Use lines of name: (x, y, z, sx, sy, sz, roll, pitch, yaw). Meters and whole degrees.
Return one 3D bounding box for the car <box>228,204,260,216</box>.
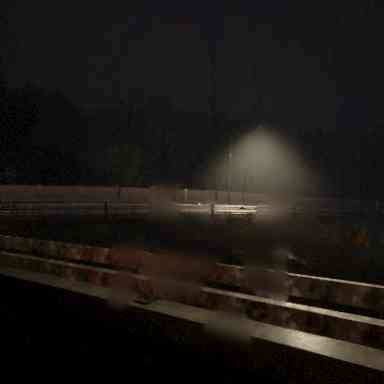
car: (6.331, 2.202, 40.849, 4.181, 1.385, 1.994, 3, -1, -24)
